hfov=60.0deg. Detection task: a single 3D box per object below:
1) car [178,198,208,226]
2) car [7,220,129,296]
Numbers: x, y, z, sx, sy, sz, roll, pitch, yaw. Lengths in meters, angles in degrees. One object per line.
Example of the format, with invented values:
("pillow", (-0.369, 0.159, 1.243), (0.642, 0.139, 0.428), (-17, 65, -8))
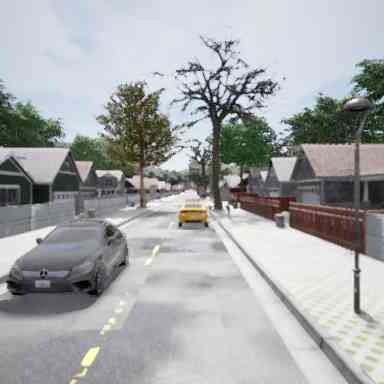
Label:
("car", (0.085, 1.410, 22.911), (1.882, 1.535, 5.008), (0, 0, 0))
("car", (-2.856, 1.498, 8.693), (1.812, 1.442, 4.674), (0, 0, 0))
